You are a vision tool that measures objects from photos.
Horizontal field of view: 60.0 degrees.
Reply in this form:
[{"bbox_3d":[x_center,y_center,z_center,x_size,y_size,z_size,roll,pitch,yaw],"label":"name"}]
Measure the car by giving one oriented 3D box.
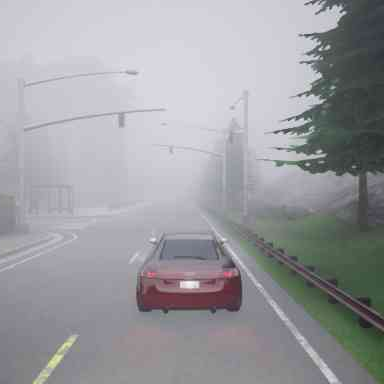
[{"bbox_3d":[-0.076,1.564,7.723,1.994,1.385,4.181,0,0,-1],"label":"car"}]
